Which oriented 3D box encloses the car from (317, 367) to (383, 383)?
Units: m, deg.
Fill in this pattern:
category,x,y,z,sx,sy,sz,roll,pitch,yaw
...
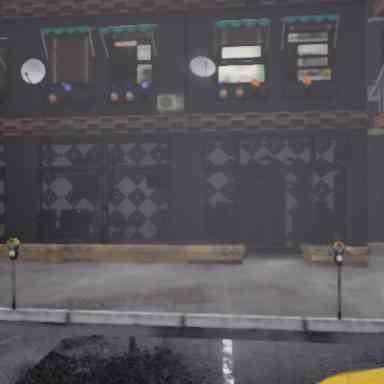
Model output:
category,x,y,z,sx,sy,sz,roll,pitch,yaw
car,3.321,1.453,1.721,5.366,1.575,1.801,0,0,5
